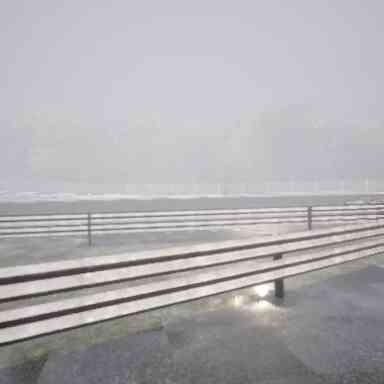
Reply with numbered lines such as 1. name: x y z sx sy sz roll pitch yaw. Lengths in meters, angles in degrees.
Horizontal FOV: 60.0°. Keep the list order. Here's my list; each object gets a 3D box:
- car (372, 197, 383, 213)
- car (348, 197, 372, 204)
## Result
1. car: 17.423 0.839 26.635 4.553 1.767 2.097 -1 0 -11
2. car: 16.752 1.078 30.074 4.718 1.301 1.895 -1 0 -11
